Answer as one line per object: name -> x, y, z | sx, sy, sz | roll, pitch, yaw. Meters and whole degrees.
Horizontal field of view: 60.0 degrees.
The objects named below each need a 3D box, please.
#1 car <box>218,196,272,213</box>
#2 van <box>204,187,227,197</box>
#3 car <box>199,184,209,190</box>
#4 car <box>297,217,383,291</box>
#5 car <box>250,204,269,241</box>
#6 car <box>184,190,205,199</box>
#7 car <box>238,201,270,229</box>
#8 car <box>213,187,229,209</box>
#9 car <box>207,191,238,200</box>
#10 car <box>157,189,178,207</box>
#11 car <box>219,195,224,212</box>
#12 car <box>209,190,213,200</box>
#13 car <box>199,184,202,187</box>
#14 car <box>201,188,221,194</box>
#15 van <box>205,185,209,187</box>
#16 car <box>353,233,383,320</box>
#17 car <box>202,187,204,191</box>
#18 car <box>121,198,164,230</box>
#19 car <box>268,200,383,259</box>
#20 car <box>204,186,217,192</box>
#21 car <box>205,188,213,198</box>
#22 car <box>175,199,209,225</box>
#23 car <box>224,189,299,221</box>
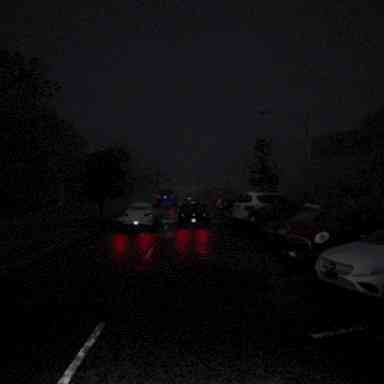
car -> 5.076, 1.111, 31.672 | 4.674, 1.452, 2.002 | 0, 2, -20
van -> 4.967, -0.065, 70.545 | 4.442, 1.987, 1.878 | 0, 2, -20
car -> 5.050, -0.020, 67.592 | 5.566, 2.045, 2.435 | 0, 2, -20
car -> 5.073, 1.465, 7.649 | 4.674, 1.452, 2.002 | 1, 1, -20
car -> 5.073, 1.409, 13.649 | 4.674, 1.452, 2.002 | 1, 1, -20
car -> 0.101, 0.888, 39.778 | 2.128, 1.511, 4.902 | 0, 1, 0
car -> 5.097, 1.358, 16.673 | 4.792, 1.488, 2.163 | 1, 1, -20
car -> 5.049, 0.884, 28.648 | 5.566, 2.045, 2.435 | 0, 2, -20
car -> 5.067, 0.553, 55.687 | 4.674, 1.452, 2.002 | 0, 1, -20
car -> -2.906, 0.629, 39.261 | 2.150, 2.045, 5.566 | 0, 1, 0
car -> 4.899, 1.237, 22.599 | 5.366, 1.575, 1.946 | 0, 1, -20
car -> 5.046, 0.897, 40.667 | 4.792, 1.488, 2.163 | 0, 2, -20
car -> 5.101, -0.162, 73.587 | 5.566, 2.045, 2.435 | 0, 1, -20
car -> 5.098, -0.297, 88.513 | 4.792, 1.488, 2.163 | 0, 2, -20
van -> 5.183, 0.147, 61.687 | 4.442, 1.987, 1.878 | 0, 1, -20
car -> 5.064, 1.450, 4.649 | 5.008, 1.535, 2.097 | 1, 0, -20
car -> 5.066, 0.303, 64.631 | 4.892, 1.521, 2.231 | 0, 1, -20
car -> -2.899, 1.327, 19.510 | 1.812, 1.442, 4.674 | 0, 1, 0
car -> 5.103, 1.272, 10.658 | 4.553, 1.767, 2.185 | 1, 1, -20
car -> 5.044, 0.317, 58.655 | 4.553, 1.767, 2.185 | 0, 1, -20
car -> 5.046, 0.613, 52.669 | 4.792, 1.488, 2.163 | 0, 2, -20
car -> 0.101, 1.365, 21.994 | 1.895, 1.301, 4.718 | 0, 1, 0
car -> 5.100, 1.036, 19.668 | 5.566, 2.045, 2.435 | 0, 1, -20
